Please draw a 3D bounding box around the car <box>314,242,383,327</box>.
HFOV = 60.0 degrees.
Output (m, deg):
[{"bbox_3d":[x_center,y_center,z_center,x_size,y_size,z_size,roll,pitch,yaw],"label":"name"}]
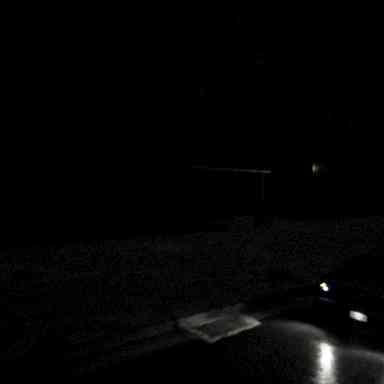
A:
[{"bbox_3d":[4.847,1.608,6.811,5.357,1.411,2.033,0,0,-34],"label":"car"}]
